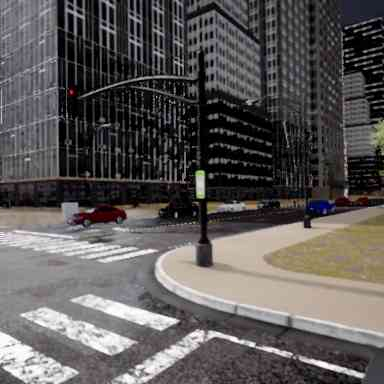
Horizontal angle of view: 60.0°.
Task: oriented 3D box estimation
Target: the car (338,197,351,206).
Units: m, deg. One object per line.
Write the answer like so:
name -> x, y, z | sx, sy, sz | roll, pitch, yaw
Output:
car -> 25.124, 1.633, 55.636 | 1.812, 1.442, 4.674 | -1, -1, 37

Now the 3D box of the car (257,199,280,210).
car -> 11.088, 1.717, 48.070 | 2.128, 1.511, 4.902 | -1, -1, 38

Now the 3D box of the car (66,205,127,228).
car -> -6.877, 1.721, 24.344 | 1.812, 1.442, 4.674 | -1, -1, 37

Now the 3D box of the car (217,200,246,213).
car -> 4.775, 1.742, 39.762 | 1.812, 1.442, 4.674 | -1, -1, 37

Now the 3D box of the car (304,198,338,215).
car -> 13.183, 1.500, 34.421 | 1.882, 1.535, 5.008 | -1, -1, 37

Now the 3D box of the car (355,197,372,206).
car -> 27.541, 1.569, 53.446 | 1.812, 1.442, 4.674 | -1, -1, 37

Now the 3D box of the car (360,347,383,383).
car -> 3.480, 1.536, 1.204 | 5.357, 1.411, 2.033 | 0, 0, 35

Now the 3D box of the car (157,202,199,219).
car -> -1.263, 1.711, 31.783 | 1.837, 1.490, 4.892 | -1, -1, 37
